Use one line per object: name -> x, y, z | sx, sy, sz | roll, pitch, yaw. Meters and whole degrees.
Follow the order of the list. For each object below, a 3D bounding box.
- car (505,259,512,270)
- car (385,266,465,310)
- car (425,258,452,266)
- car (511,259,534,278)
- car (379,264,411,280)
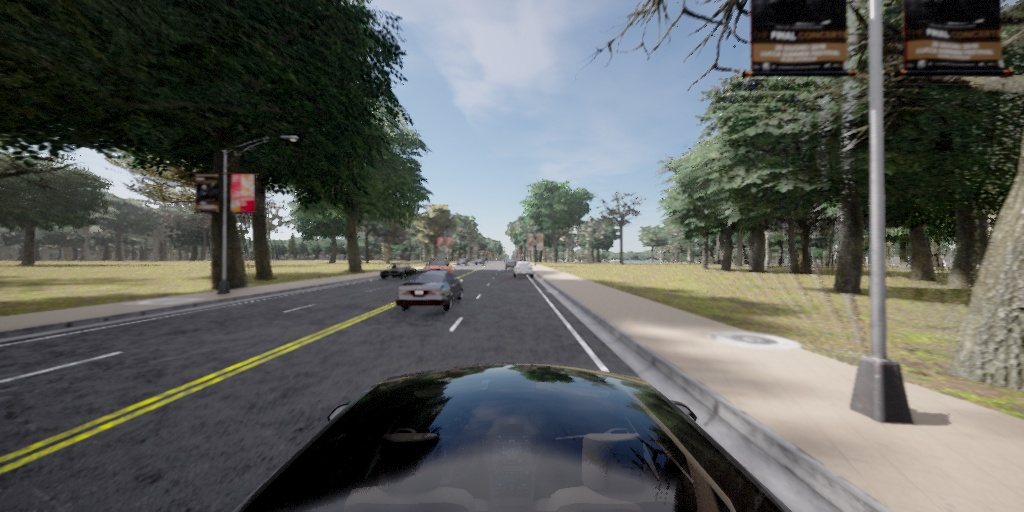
car -> -0.089, 1.231, 53.323 | 2.128, 1.511, 4.902 | 0, 0, 0
car -> -3.161, 1.299, 14.709 | 2.033, 1.411, 5.357 | 0, 0, 0
car -> -6.640, 1.098, 32.338 | 2.097, 1.767, 4.553 | 0, 0, 0
car -> 1.084, 1.271, 34.461 | 1.812, 1.442, 4.674 | 0, 0, 0
car -> -9.891, 1.348, 31.288 | 1.895, 1.301, 4.718 | 0, 0, 0
